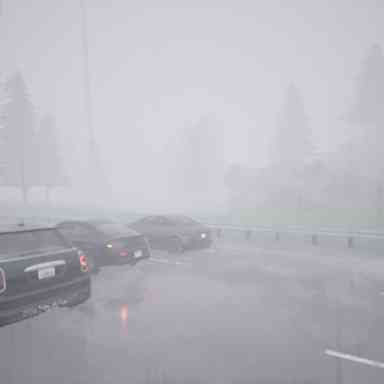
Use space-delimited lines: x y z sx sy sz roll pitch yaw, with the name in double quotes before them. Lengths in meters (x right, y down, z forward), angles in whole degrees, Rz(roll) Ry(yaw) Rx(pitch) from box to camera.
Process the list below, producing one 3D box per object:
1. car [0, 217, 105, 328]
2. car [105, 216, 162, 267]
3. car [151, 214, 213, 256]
"car" -4.169 1.354 6.653 4.553 1.767 2.097 0 0 33
"car" -3.404 1.523 10.344 4.674 1.442 1.812 0 0 33
"car" -1.269 1.555 13.118 4.181 1.385 1.994 0 0 33
